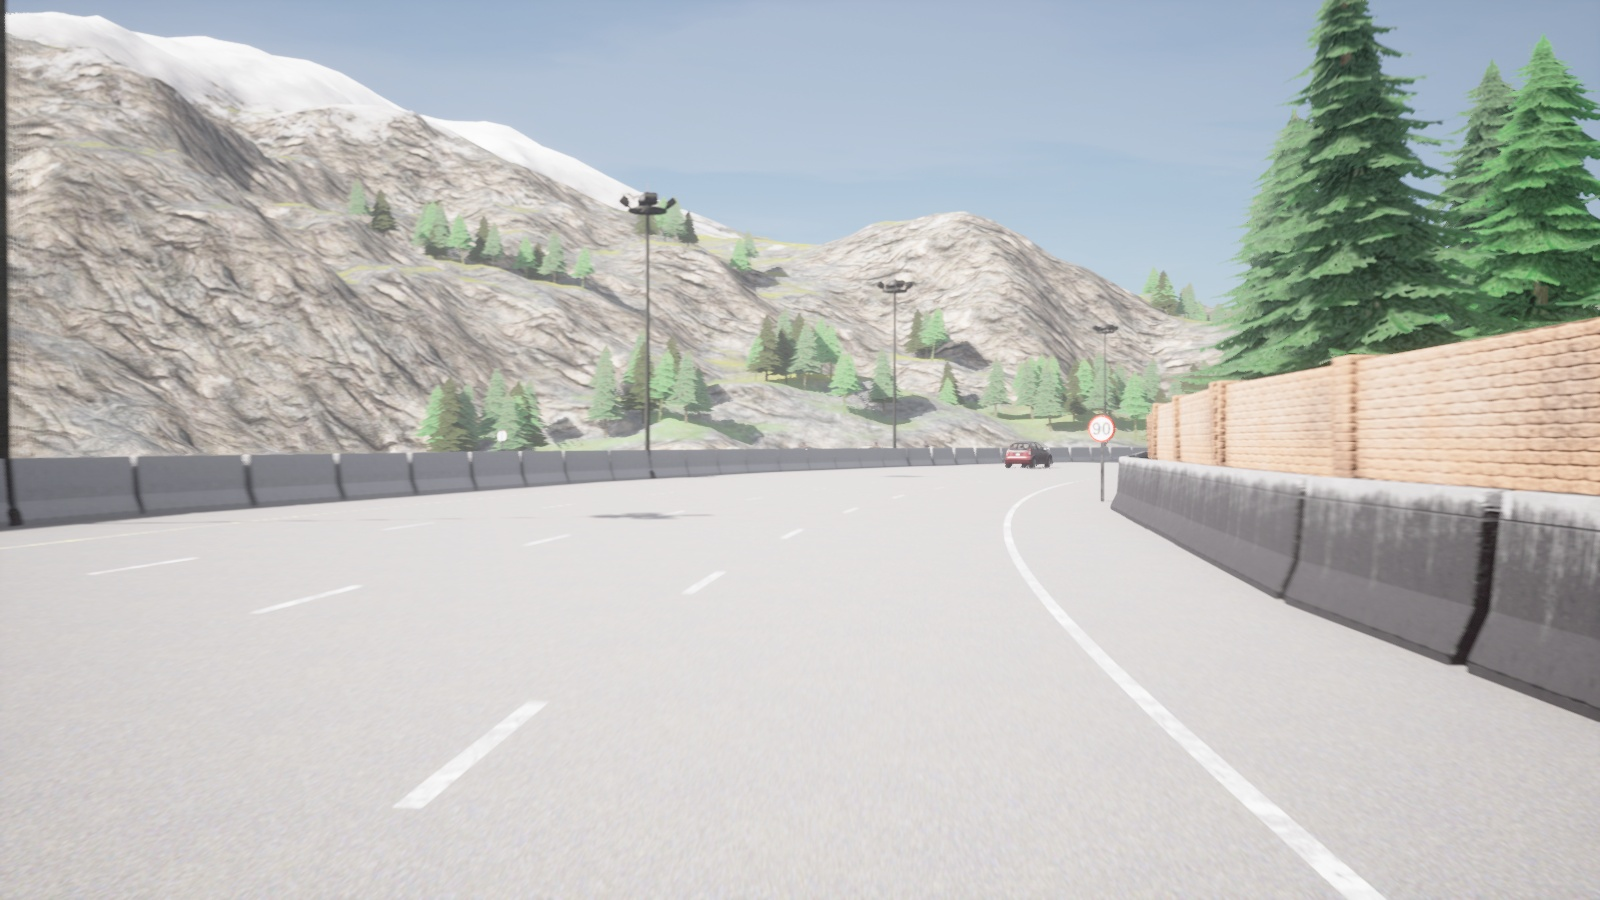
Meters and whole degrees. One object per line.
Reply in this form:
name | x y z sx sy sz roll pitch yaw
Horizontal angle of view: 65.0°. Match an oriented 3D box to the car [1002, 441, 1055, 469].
car | 13.780 0.270 75.633 1.851 1.617 3.988 0 0 31
